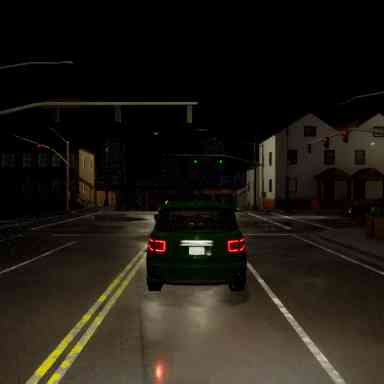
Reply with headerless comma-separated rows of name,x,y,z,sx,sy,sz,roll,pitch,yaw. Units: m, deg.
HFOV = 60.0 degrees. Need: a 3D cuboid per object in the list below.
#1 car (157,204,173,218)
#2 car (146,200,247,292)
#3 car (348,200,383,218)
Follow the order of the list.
car,-3.593,2.597,45.329,1.812,1.442,4.674,0,-9,0
car,0.090,1.221,9.059,2.150,2.045,5.566,0,0,0
car,16.563,1.491,29.786,4.902,1.511,2.128,0,0,-1
